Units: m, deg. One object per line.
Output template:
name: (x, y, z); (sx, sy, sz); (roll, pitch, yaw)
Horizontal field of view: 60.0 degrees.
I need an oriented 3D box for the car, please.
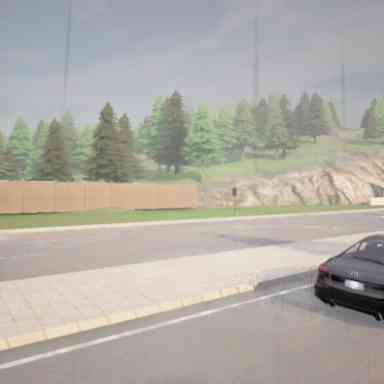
car: (4.436, 1.583, 6.910); (4.181, 1.385, 1.994); (0, 0, -35)
